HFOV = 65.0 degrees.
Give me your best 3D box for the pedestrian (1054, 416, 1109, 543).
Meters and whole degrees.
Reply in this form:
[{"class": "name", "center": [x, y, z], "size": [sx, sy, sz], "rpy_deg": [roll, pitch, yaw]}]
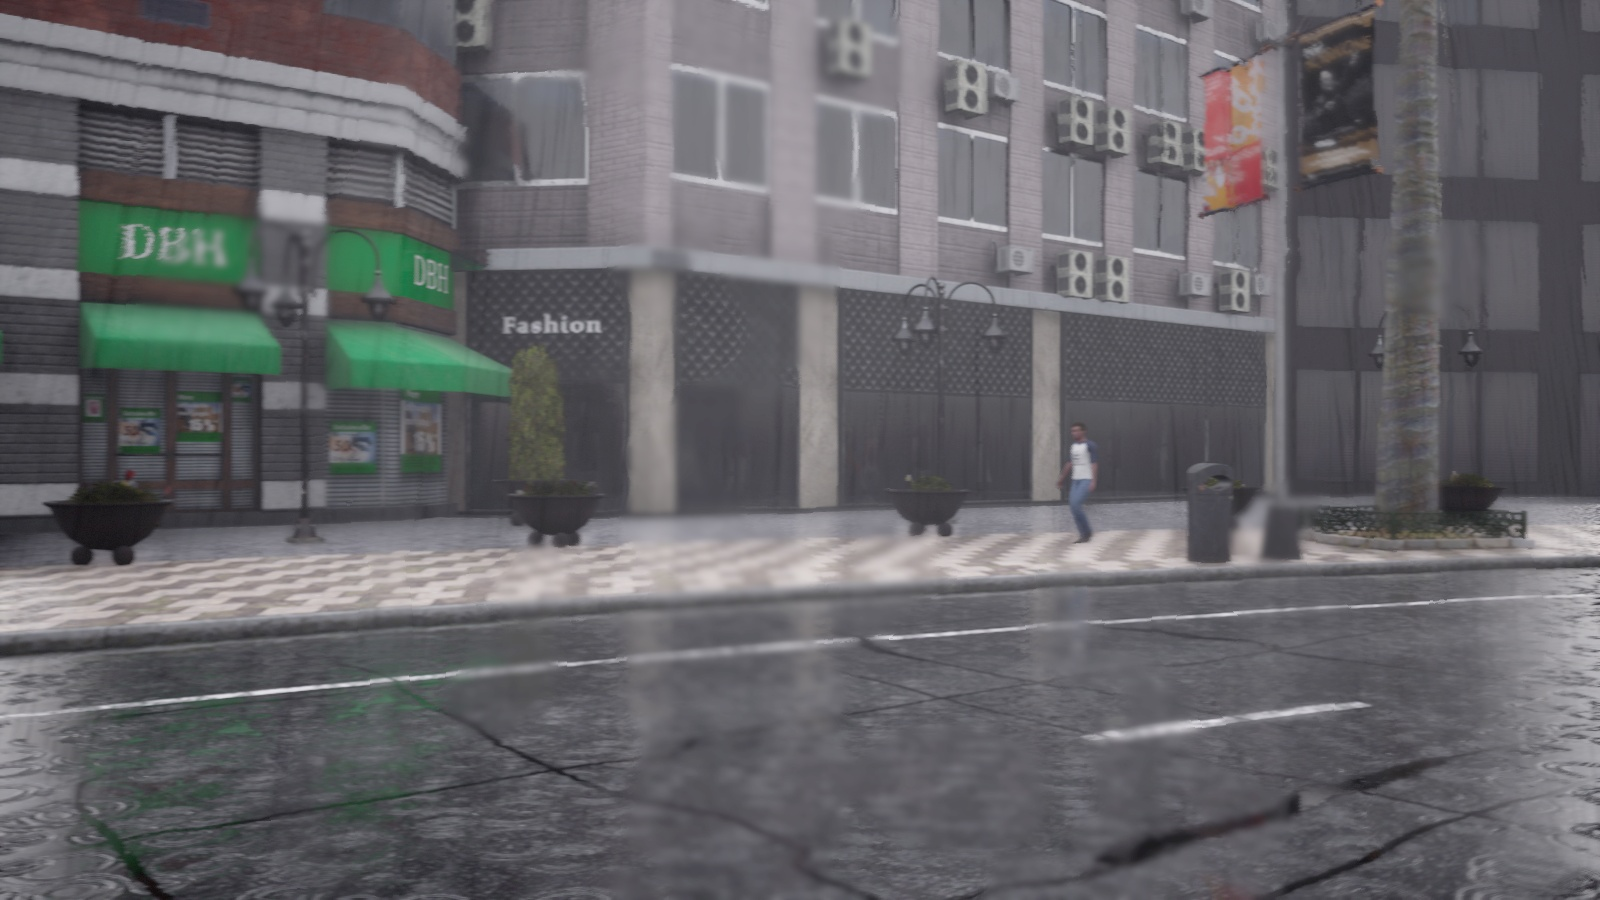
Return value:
[{"class": "pedestrian", "center": [4.125, 0.429, 18.408], "size": [0.706, 1.836, 0.354], "rpy_deg": [0, 0, -27]}]
